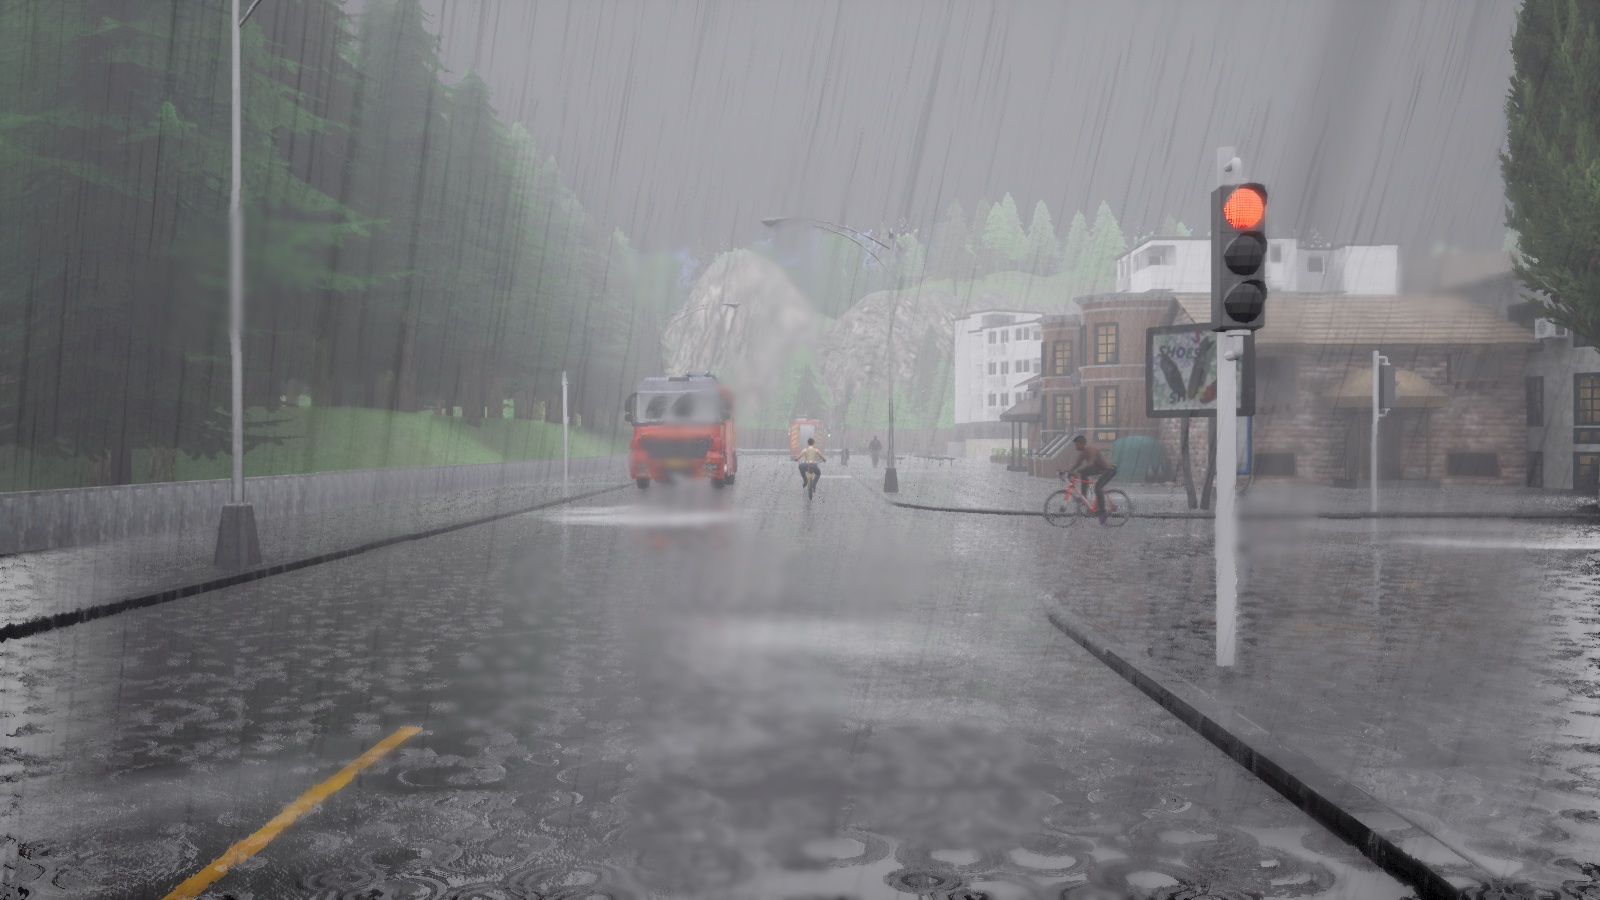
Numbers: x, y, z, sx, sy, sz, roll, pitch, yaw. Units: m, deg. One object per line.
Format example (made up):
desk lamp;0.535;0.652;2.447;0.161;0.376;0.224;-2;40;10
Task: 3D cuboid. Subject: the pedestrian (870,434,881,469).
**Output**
pedestrian;4.117;0.075;68.115;0.563;1.883;0.849;0;0;1

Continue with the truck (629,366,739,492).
truck;-3.747;-0.661;42.435;2.891;3.827;8.468;0;0;0

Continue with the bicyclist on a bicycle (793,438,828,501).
bicyclist on a bicycle;0.267;0.496;33.201;0.866;1.612;1.509;0;0;-1

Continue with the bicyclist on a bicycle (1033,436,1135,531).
bicyclist on a bicycle;4.992;0.577;22.095;1.656;1.620;0.582;0;1;-11
